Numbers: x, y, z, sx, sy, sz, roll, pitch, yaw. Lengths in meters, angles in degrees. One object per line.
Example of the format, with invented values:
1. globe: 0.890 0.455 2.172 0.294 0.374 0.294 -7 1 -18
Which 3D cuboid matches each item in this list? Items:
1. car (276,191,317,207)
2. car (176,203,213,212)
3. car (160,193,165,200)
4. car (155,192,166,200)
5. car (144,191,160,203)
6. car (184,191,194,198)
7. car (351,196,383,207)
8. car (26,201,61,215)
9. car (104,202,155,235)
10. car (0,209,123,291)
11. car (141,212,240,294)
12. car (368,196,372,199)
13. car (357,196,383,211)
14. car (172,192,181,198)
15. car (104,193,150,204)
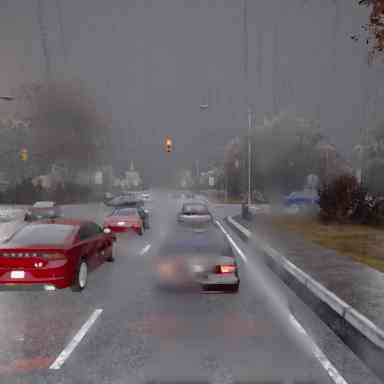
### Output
1. car: 13.773 0.895 43.157 5.566 2.045 2.150 0 1 -4
2. car: 0.133 1.380 18.575 2.128 1.511 4.902 0 1 -1
3. car: -7.039 0.961 65.372 2.128 1.511 4.902 0 1 0
4. car: -7.107 0.871 75.760 2.128 1.511 4.902 0 1 -1
5. car: -7.081 0.790 55.199 2.150 2.045 5.566 0 1 0
6. car: -0.473 0.714 86.142 2.128 1.511 4.902 0 1 -4
7. car: 24.074 1.216 43.738 5.357 1.411 2.033 0 1 -3
8. car: -10.619 1.365 24.183 1.812 1.442 4.674 1 0 -15
9. car: -3.395 1.458 17.943 1.994 1.385 4.181 0 1 0
10. car: -3.396 1.445 8.956 1.882 1.535 5.008 0 0 0
11. car: 0.102 1.516 8.883 2.033 1.411 5.357 0 0 0
12. car: 18.152 1.291 32.689 4.674 1.442 1.812 0 1 -3
13. car: 20.988 1.225 36.354 4.902 1.511 2.128 0 1 -3
14. car: -3.973 0.725 86.048 2.128 1.511 4.902 0 1 -4
15. car: -7.870 1.202 38.983 4.902 1.511 2.128 -1 1 -43
